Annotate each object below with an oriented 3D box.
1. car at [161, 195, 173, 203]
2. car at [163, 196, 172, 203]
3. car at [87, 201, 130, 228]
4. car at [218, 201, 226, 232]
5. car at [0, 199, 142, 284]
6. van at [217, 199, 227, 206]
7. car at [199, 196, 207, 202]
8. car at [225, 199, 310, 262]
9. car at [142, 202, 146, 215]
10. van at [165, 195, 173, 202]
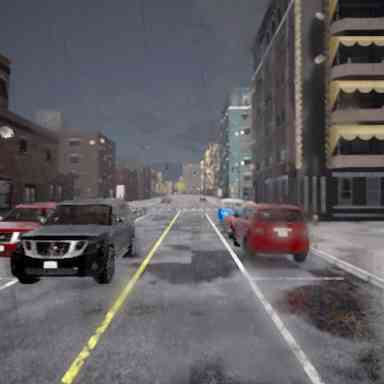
[{"bbox_3d":[-5.756,1.737,71.898,1.887,1.381,4.507,1,0,0],"label":"car"},{"bbox_3d":[-5.680,1.751,77.580,1.887,1.381,4.507,1,0,0],"label":"car"},{"bbox_3d":[-5.675,1.503,23.129,1.967,1.590,4.097,1,0,0],"label":"car"},{"bbox_3d":[2.705,1.489,17.714,1.967,1.590,4.097,1,0,0],"label":"car"},{"bbox_3d":[-3.100,1.249,10.045,2.150,2.045,5.566,0,0,0],"label":"car"},{"bbox_3d":[2.707,1.404,23.122,1.690,1.788,3.998,1,0,0],"label":"van"},{"bbox_3d":[2.702,1.662,83.329,1.967,1.590,4.097,1,0,0],"label":"car"},{"bbox_3d":[2.708,1.349,12.307,2.192,1.841,5.009,1,0,0],"label":"car"},{"bbox_3d":[-5.678,1.643,33.942,2.008,1.369,4.403,1,0,0],"label":"car"},{"bbox_3d":[-5.675,1.563,83.268,1.690,1.788,3.998,1,0,0],"label":"van"}]
